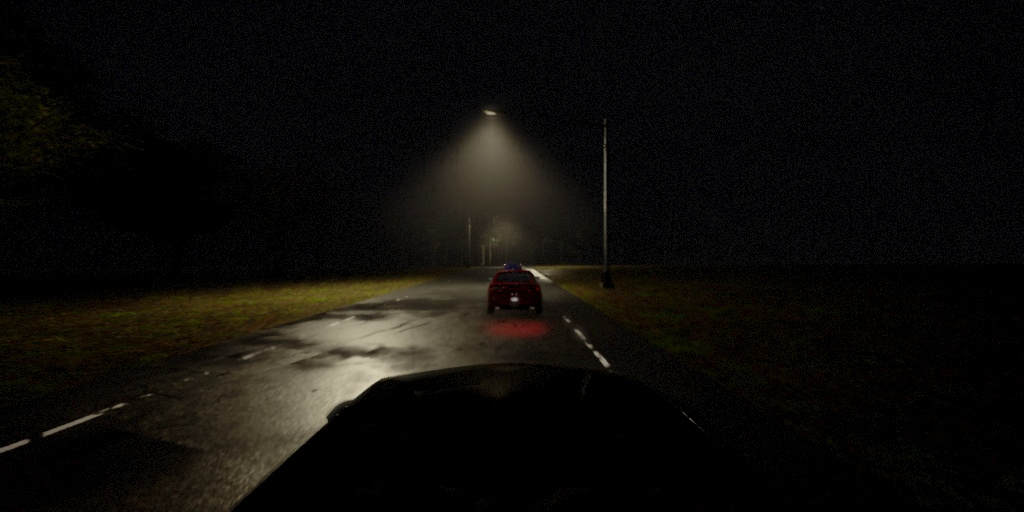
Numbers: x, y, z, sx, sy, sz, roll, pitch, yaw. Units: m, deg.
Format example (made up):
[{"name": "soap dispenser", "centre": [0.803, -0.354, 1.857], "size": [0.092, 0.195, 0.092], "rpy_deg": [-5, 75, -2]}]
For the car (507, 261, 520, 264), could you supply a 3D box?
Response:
[{"name": "car", "centre": [0.142, 1.321, 42.805], "size": [1.882, 1.535, 5.008], "rpy_deg": [0, 0, 1]}]

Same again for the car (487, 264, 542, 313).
[{"name": "car", "centre": [0.096, 1.258, 14.132], "size": [1.882, 1.535, 5.008], "rpy_deg": [0, 0, 0]}]
